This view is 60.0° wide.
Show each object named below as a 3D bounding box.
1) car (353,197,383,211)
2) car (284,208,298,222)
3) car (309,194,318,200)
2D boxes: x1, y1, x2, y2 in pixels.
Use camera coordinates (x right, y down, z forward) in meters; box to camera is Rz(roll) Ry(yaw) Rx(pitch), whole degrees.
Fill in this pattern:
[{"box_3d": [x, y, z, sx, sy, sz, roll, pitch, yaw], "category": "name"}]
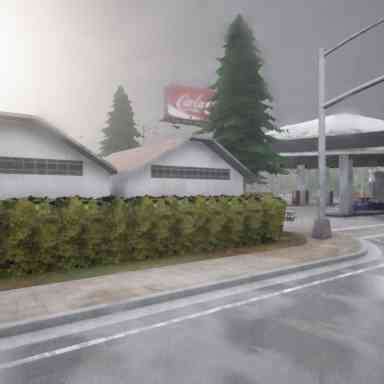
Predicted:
[{"box_3d": [20.998, 1.471, 39.474, 4.611, 1.667, 2.242, 0, 0, -36], "category": "car"}, {"box_3d": [5.147, 1.330, 23.391, 1.812, 1.442, 4.674, 0, 0, -36], "category": "car"}, {"box_3d": [32.027, 1.313, 88.976, 2.152, 1.636, 5.027, 0, 0, -36], "category": "car"}]
